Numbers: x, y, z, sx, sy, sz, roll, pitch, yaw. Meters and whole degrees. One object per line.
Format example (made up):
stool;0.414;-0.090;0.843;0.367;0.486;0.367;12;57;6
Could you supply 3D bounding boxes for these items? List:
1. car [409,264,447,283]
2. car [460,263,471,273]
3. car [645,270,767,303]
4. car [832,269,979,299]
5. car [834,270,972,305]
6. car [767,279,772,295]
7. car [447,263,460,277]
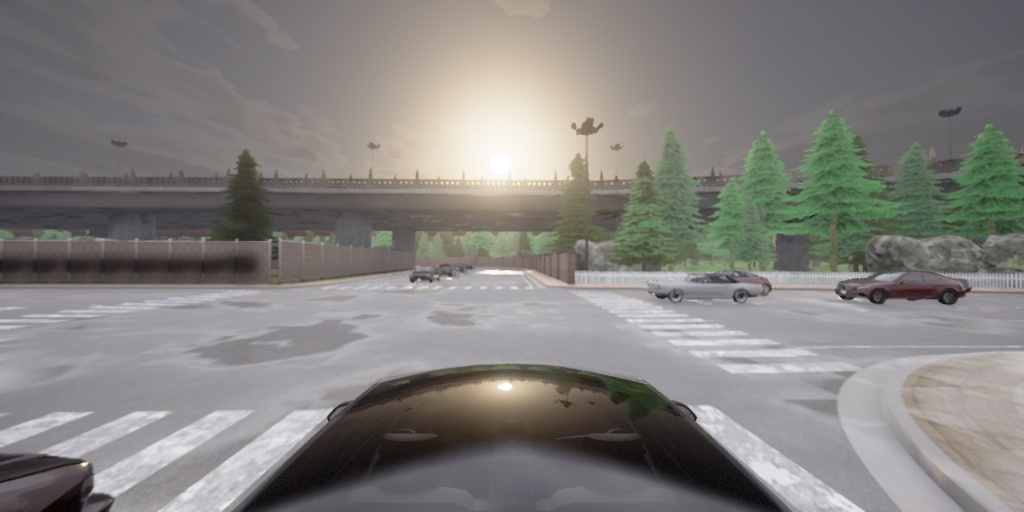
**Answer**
car;-7.461;1.565;31.438;2.033;1.411;5.357;0;-1;-1
car;-7.655;1.702;51.528;2.128;1.511;4.902;0;0;0
car;8.844;1.468;16.856;4.718;1.301;1.895;0;-1;0
car;21.325;1.477;19.681;5.357;1.411;2.033;0;-1;8
car;17.744;1.415;16.516;4.674;1.442;1.812;0;-1;4
car;12.103;1.472;20.174;4.181;1.385;1.994;0;-1;1
car;-7.575;1.618;41.328;1.837;1.490;4.892;0;-1;-1
